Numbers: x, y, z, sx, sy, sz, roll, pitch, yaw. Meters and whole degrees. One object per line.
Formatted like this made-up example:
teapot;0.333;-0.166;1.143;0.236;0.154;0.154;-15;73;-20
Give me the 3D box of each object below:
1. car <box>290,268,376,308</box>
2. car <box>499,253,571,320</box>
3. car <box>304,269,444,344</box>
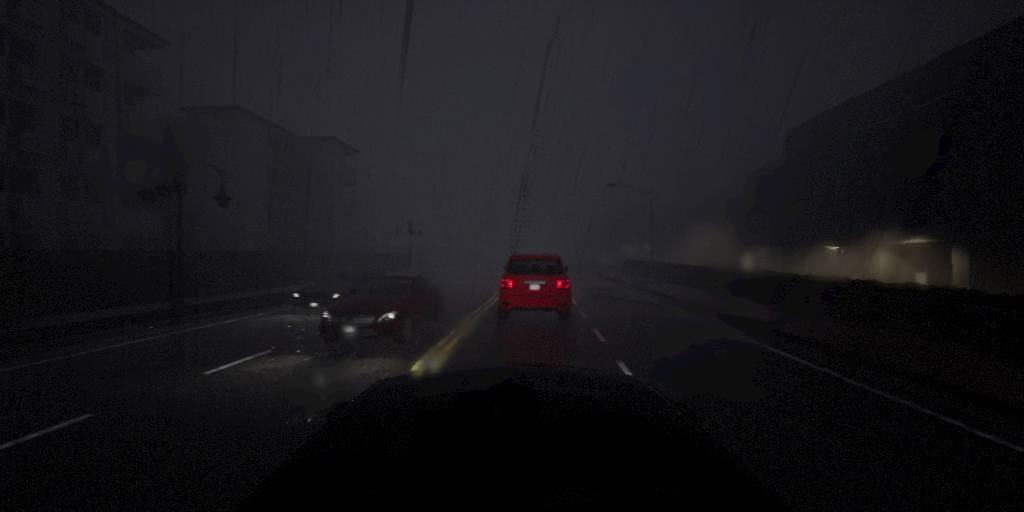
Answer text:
car;-6.303;1.199;14.383;2.033;1.411;5.357;0;0;4
car;0.811;0.927;12.570;2.150;2.045;5.566;0;1;4
car;-3.123;1.219;9.576;1.812;1.442;4.674;0;0;4
